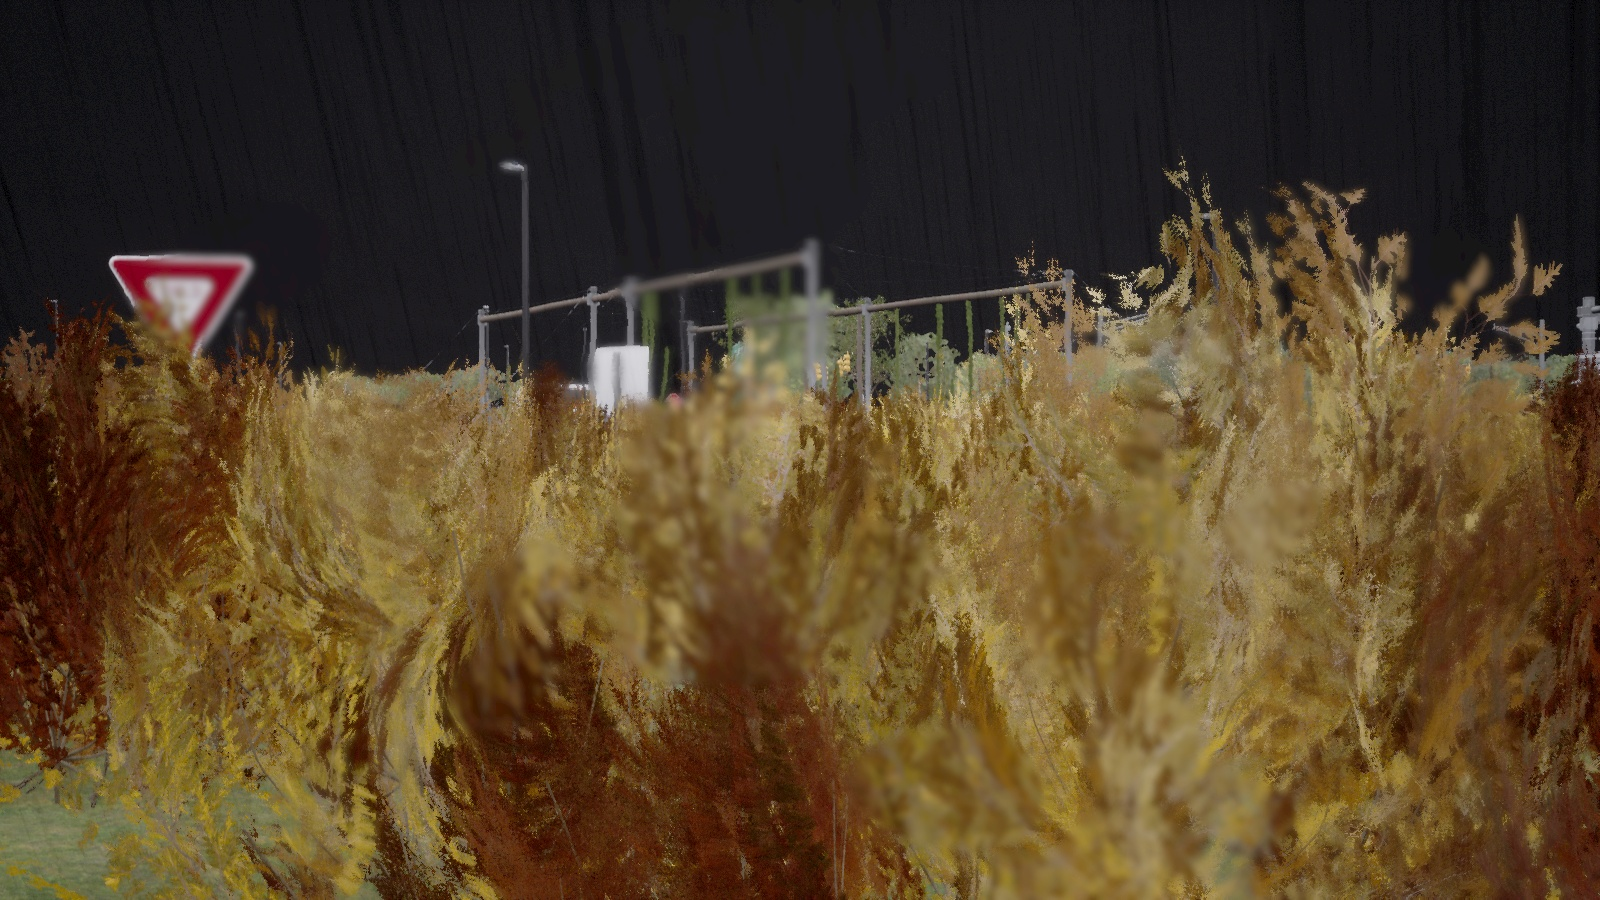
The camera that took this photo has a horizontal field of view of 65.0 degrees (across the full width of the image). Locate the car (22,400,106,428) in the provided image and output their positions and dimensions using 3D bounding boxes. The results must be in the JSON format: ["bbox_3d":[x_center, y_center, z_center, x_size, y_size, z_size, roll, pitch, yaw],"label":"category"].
[{"bbox_3d":[-46.558,-2.268,79.533,4.193,1.474,1.816,3,0,-10],"label":"car"}]

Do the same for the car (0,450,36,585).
[{"bbox_3d":[-10.984,0.716,13.426,4.674,1.442,1.812,1,2,7],"label":"car"}]
